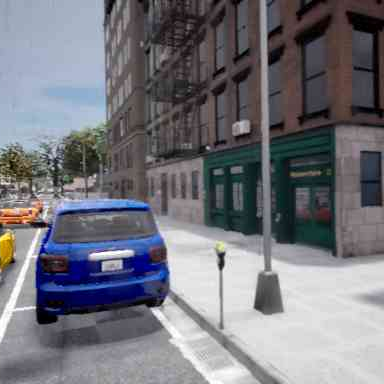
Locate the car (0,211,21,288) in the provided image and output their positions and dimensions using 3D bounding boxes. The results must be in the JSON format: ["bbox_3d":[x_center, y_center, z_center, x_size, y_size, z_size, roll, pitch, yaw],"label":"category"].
[{"bbox_3d":[-5.807,1.481,8.583,1.882,1.535,5.008,-1,0,-22],"label":"car"}]

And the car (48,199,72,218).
[{"bbox_3d":[-11.801,1.425,29.679,1.887,1.381,4.507,-1,1,-23],"label":"car"}]

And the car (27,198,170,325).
[{"bbox_3d":[-2.213,1.175,7.424,2.150,2.045,5.566,-1,1,-23],"label":"car"}]

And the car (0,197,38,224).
[{"bbox_3d":[-11.323,1.309,21.890,2.097,1.767,4.553,-1,1,-23],"label":"car"}]

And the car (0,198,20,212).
[{"bbox_3d":[-21.561,1.476,39.076,1.837,1.490,4.892,-1,0,-22],"label":"car"}]

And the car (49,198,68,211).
[{"bbox_3d":[-16.026,1.416,39.875,1.947,1.339,4.313,-1,1,-23],"label":"car"}]

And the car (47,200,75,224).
[{"bbox_3d":[-9.754,1.420,24.738,1.752,1.417,4.829,-1,1,-23],"label":"car"}]

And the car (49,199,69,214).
[{"bbox_3d":[-13.913,1.447,34.777,1.802,1.307,4.206,-1,1,-23],"label":"car"}]

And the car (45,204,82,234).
[{"bbox_3d":[-7.575,1.493,19.484,1.802,1.307,4.206,-1,1,-23],"label":"car"}]

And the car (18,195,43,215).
[{"bbox_3d":[-16.703,1.275,34.608,2.097,1.767,4.553,-1,1,-22],"label":"car"}]
